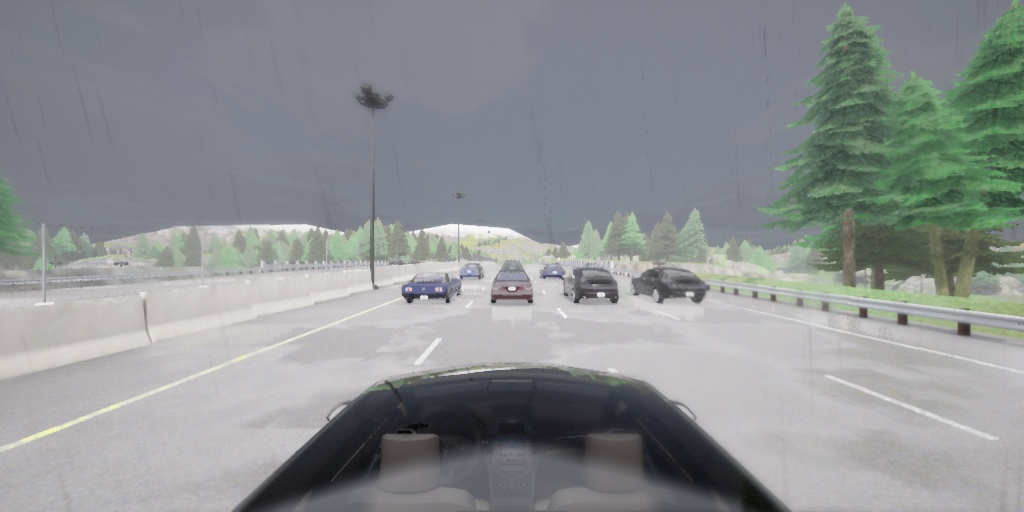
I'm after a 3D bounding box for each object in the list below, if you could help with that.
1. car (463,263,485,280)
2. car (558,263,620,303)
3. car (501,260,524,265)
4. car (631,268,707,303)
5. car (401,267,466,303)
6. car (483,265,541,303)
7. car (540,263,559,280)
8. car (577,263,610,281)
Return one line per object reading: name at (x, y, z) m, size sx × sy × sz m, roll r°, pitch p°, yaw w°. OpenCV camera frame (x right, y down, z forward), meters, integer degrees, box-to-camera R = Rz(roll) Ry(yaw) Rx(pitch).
car at (-3.466, 1.318, 31.490) m, size 2.033 × 1.411 × 5.357 m, roll 0°, pitch 0°, yaw 0°
car at (3.500, 1.268, 16.502) m, size 1.837 × 1.490 × 4.892 m, roll 0°, pitch 0°, yaw 0°
car at (0.034, 1.121, 31.451) m, size 2.097 × 1.767 × 4.553 m, roll 0°, pitch 0°, yaw 0°
car at (7.000, 1.268, 16.502) m, size 1.837 × 1.490 × 4.892 m, roll 0°, pitch 0°, yaw 0°
car at (-3.500, 1.367, 16.532) m, size 1.895 × 1.301 × 4.718 m, roll 0°, pitch 0°, yaw 0°
car at (0.000, 1.314, 16.502) m, size 2.033 × 1.411 × 5.357 m, roll 0°, pitch 0°, yaw 0°
car at (3.534, 1.327, 31.470) m, size 1.994 × 1.385 × 4.181 m, roll 0°, pitch 0°, yaw 0°
car at (7.034, 1.327, 31.461) m, size 1.994 × 1.385 × 4.181 m, roll 0°, pitch 0°, yaw 0°
